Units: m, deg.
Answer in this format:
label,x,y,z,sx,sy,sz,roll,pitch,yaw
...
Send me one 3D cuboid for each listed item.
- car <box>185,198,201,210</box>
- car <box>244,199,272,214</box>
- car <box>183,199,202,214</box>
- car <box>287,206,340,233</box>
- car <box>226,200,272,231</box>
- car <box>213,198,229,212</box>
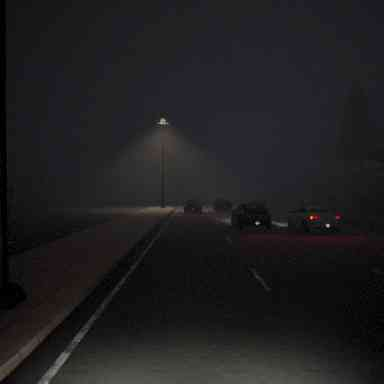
label,x,y,z,sx,sy,sz,roll,pitch,yaw
car,0.107,1.564,44.561,1.994,1.385,4.181,0,0,0
car,7.106,1.547,36.295,2.033,1.411,5.357,0,0,0
car,0.100,1.525,35.800,1.812,1.442,4.674,0,0,0
car,7.101,1.526,19.715,1.812,1.442,4.674,0,0,0
car,3.604,1.491,20.694,2.128,1.511,4.902,0,0,0
car,3.607,1.477,39.104,1.882,1.535,5.008,0,0,0
